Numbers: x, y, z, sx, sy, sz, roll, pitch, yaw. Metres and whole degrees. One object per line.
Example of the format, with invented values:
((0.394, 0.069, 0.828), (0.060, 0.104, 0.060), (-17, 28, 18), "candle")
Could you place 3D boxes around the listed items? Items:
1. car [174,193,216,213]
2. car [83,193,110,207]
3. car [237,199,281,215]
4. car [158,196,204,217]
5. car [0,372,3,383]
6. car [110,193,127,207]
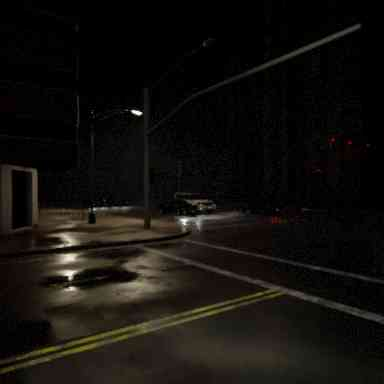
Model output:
((0.071, 1.103, 34.219), (2.150, 2.045, 5.566), (0, 1, -36), "car")
((-13.965, 1.259, 47.664), (2.097, 1.767, 4.553), (0, 0, -36), "car")
((6.317, 1.393, 31.552), (1.812, 1.442, 4.674), (0, 0, -34), "car")
((-1.334, 1.412, 30.201), (1.837, 1.490, 4.892), (0, 0, -36), "car")
((-3.799, 1.236, 1.088), (5.566, 2.045, 2.150), (0, 0, -35), "car")
((-11.911, 1.100, 50.816), (2.150, 2.045, 5.566), (0, 0, -36), "car")
